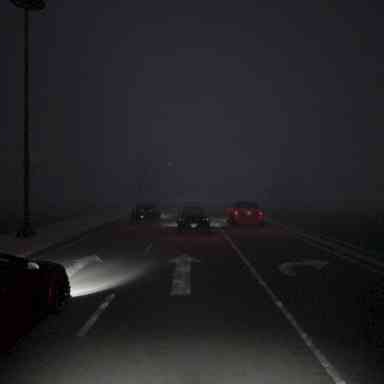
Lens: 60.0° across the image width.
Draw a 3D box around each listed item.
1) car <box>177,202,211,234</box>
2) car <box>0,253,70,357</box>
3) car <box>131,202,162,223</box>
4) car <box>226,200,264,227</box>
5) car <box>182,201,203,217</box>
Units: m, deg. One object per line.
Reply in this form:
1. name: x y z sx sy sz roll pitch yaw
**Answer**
1. car: 0.078 1.532 19.336 1.812 1.442 4.674 0 0 0
2. car: -3.401 1.566 4.932 1.994 1.385 4.181 0 0 0
3. car: -3.403 1.500 25.257 2.128 1.511 4.902 0 0 0
4. car: 3.598 1.360 23.181 2.097 1.767 4.553 0 0 0
5. car: 0.077 1.612 32.619 1.895 1.301 4.718 0 0 0
